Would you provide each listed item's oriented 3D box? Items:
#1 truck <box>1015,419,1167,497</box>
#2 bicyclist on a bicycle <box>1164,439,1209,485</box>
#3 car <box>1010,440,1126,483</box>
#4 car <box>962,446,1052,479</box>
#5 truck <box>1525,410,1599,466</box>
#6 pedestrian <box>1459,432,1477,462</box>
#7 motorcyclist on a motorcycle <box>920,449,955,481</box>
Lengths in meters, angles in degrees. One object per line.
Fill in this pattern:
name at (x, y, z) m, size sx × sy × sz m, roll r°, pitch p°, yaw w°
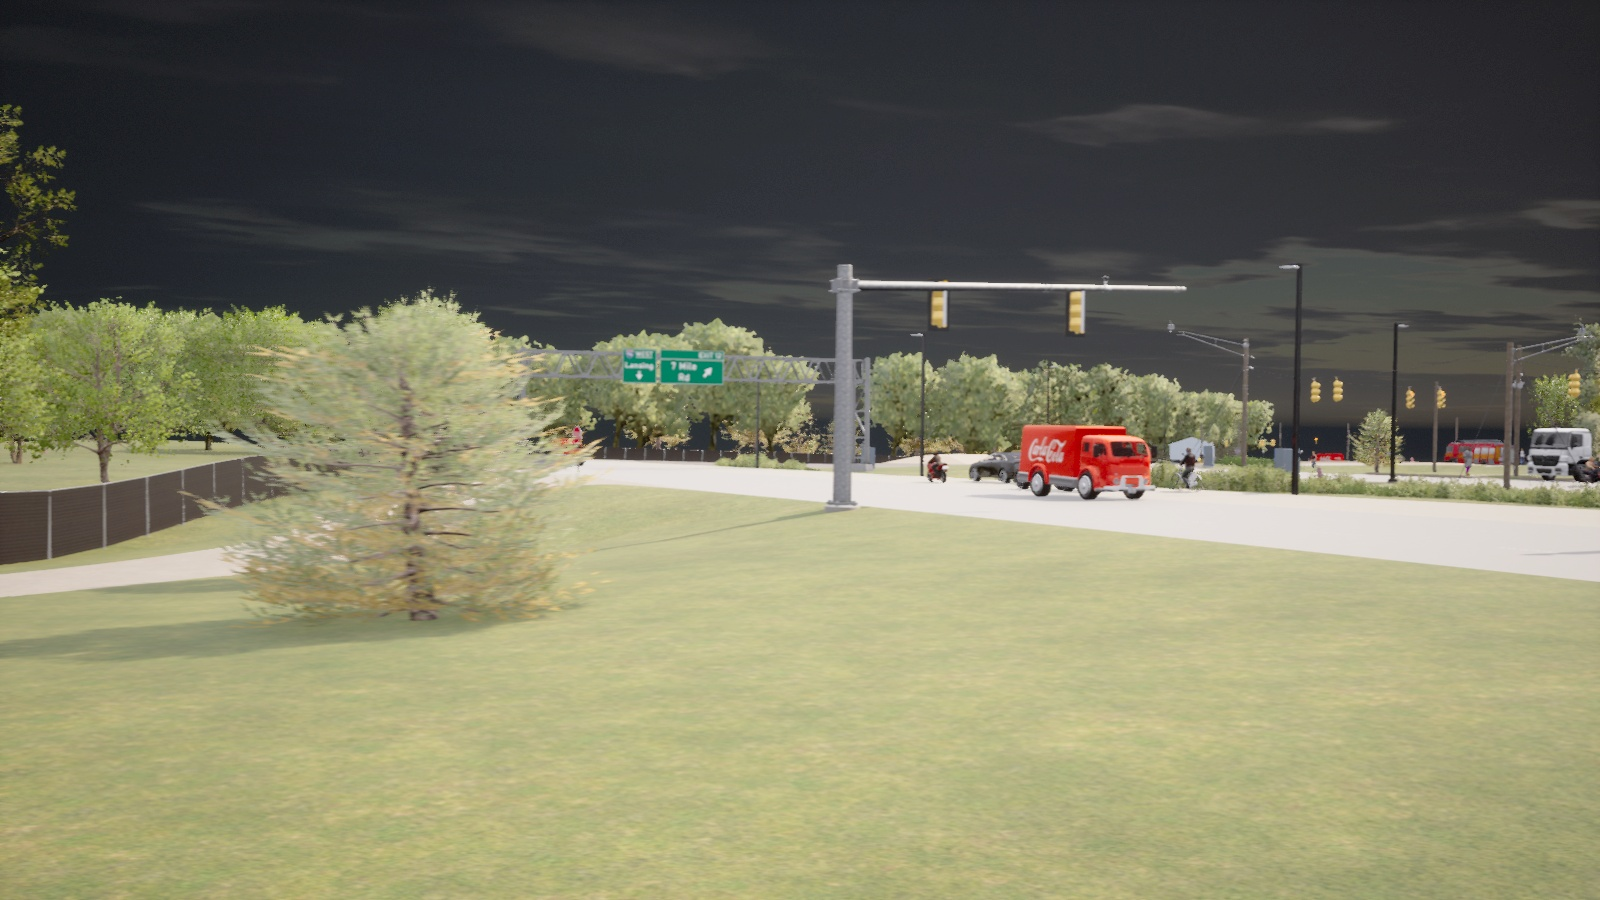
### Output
truck at (9.972, 0.184, 43.522) m, size 2.627 × 2.467 × 5.204 m, roll -1°, pitch 2°, yaw -21°
bicyclist on a bicycle at (15.199, 0.463, 49.385) m, size 0.659 × 1.776 × 1.843 m, roll -1°, pitch 0°, yaw -21°
car at (10.803, 0.451, 51.004) m, size 2.152 × 1.651 × 5.027 m, roll -1°, pitch 0°, yaw -21°
car at (10.181, 0.617, 62.182) m, size 2.128 × 1.511 × 4.902 m, roll -1°, pitch 0°, yaw -21°
truck at (50.633, -0.772, 80.012) m, size 7.936 × 3.462 × 2.891 m, roll 0°, pitch 1°, yaw -16°
pedestrian at (44.022, -0.195, 82.716) m, size 0.659 × 1.952 × 0.873 m, roll -1°, pitch 1°, yaw -8°
motorcyclist on a motorcycle at (6.724, 0.710, 61.414) m, size 0.797 × 1.523 × 2.044 m, roll -1°, pitch 0°, yaw -21°
